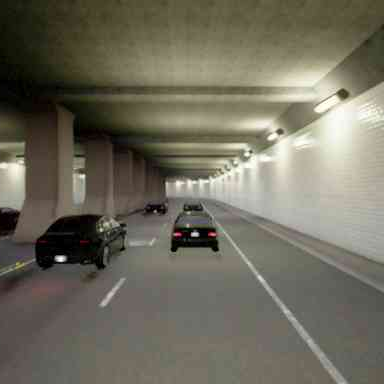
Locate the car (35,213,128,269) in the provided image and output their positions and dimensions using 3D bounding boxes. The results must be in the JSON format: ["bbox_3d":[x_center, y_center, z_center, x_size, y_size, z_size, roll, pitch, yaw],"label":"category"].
[{"bbox_3d":[-3.401,1.470,11.033,1.837,1.490,4.892,0,0,0],"label":"car"}]

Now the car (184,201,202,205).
[{"bbox_3d":[0.099,1.496,33.047,1.895,1.301,4.718,0,0,0],"label":"car"}]

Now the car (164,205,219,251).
[{"bbox_3d":[0.100,1.503,13.930,2.033,1.411,5.357,0,0,0],"label":"car"}]

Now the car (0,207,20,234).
[{"bbox_3d":[-10.600,1.507,17.745,1.994,1.385,4.181,0,0,0],"label":"car"}]

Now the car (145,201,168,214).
[{"bbox_3d":[-3.401,1.496,33.050,1.895,1.301,4.718,0,0,0],"label":"car"}]
